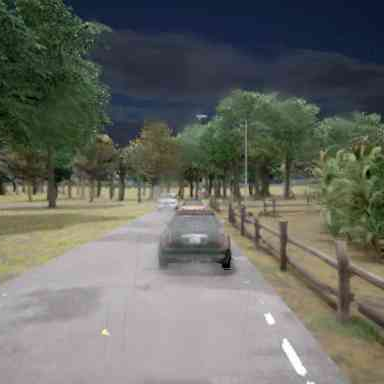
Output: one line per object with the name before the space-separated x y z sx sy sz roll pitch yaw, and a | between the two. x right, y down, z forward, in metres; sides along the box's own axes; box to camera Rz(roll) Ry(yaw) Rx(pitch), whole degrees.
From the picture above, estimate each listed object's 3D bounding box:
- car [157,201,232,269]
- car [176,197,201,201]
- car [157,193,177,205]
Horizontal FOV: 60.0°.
car | 0.090 1.352 11.305 2.097 1.767 4.553 0 0 0
car | 0.095 1.339 26.233 2.097 1.767 4.553 0 0 0
car | -2.820 1.182 39.133 2.150 2.045 5.566 0 0 0
